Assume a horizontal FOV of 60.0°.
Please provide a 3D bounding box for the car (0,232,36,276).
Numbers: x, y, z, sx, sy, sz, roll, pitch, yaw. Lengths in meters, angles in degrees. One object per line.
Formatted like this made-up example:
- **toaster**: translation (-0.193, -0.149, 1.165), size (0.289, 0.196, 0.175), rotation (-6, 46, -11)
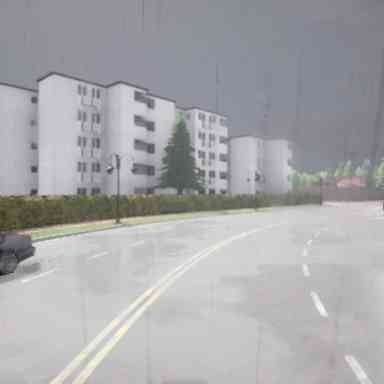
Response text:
- **car**: translation (-6.082, 1.551, 7.855), size (2.033, 1.411, 5.357), rotation (0, 0, 12)
